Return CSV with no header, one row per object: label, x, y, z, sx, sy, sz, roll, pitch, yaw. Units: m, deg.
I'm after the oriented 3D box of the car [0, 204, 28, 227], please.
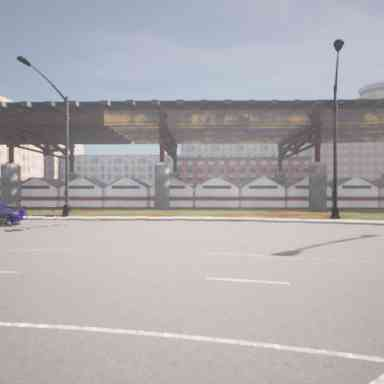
car,-13.490,1.526,22.227,4.674,1.442,1.812,0,0,-1
